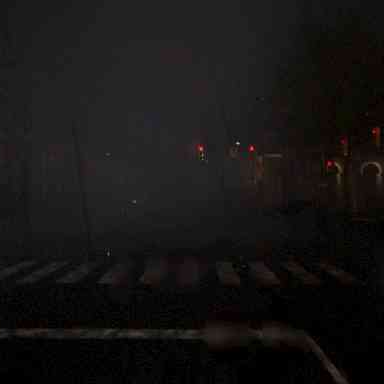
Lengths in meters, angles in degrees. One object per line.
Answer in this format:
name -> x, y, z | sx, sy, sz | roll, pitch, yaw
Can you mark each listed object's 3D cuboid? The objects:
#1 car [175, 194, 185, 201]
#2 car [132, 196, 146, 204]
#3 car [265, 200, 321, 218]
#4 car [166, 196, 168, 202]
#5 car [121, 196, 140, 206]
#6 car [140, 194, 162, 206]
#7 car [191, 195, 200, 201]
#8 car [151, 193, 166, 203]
car -> -2.773, 1.225, 78.652 | 2.097, 1.767, 4.553 | 0, 0, 1
car -> -10.082, 1.519, 63.668 | 1.994, 1.385, 4.181 | 0, 0, 1
car -> 8.942, 1.457, 29.338 | 5.008, 1.535, 1.882 | 0, 0, 1
car -> -6.358, 1.544, 73.838 | 1.895, 1.301, 4.718 | 0, 0, 1
car -> -10.181, 1.510, 54.364 | 2.033, 1.411, 5.357 | 0, 0, 1
car -> -6.688, 1.510, 54.193 | 2.033, 1.411, 5.357 | 0, 0, 1
car -> 0.727, 1.395, 78.623 | 2.128, 1.511, 4.902 | 0, 0, 1
car -> -6.580, 1.481, 63.865 | 1.812, 1.442, 4.674 | 0, 0, 1
